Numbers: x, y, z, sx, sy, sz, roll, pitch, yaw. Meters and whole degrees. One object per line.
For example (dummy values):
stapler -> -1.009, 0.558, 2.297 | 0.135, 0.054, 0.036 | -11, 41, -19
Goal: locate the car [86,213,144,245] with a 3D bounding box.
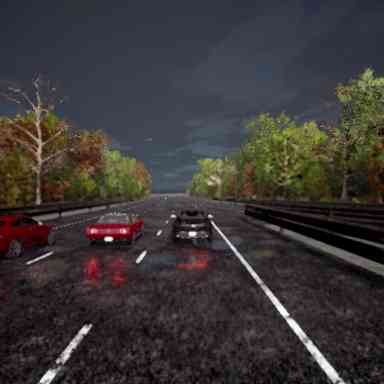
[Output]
car -> -3.486, 1.676, 16.072 | 1.895, 1.301, 4.718 | 0, 0, -1

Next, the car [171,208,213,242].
car -> 0.002, 1.583, 16.899 | 1.837, 1.490, 4.892 | 0, 0, -1

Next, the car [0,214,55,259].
car -> -6.958, 1.585, 12.771 | 1.812, 1.442, 4.674 | 0, 0, 0
